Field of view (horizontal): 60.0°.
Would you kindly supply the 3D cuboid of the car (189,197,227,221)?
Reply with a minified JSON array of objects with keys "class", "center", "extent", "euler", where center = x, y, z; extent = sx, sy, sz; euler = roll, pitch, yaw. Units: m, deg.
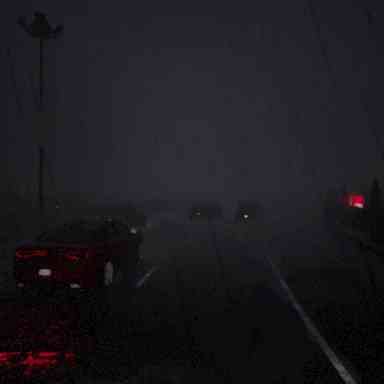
[{"class":"car","center":[1.244,1.470,27.059],"extent":[1.882,1.535,5.008],"euler":[0,0,18]}]

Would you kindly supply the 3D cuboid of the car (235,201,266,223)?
[{"class":"car","center":[4.618,1.506,26.103],"extent":[1.837,1.490,4.892],"euler":[0,-1,18]}]

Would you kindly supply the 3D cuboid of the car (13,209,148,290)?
[{"class":"car","center":[-2.702,1.465,9.156],"extent":[1.882,1.535,5.008],"euler":[0,0,6]}]

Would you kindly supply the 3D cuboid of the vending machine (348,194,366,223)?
[{"class":"vending machine","center":[12.206,1.223,24.662],"extent":[1.100,2.100,0.880],"euler":[0,0,19]}]

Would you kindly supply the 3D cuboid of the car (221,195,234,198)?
[{"class":"car","center":[7.245,1.380,71.592],"extent":[2.128,1.511,4.902],"euler":[0,0,41]}]

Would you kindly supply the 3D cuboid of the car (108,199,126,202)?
[{"class":"car","center":[-9.210,1.554,39.557],"extent":[1.895,1.301,4.718],"euler":[0,0,23]}]

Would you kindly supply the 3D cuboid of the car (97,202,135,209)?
[{"class":"car","center":[-4.243,1.541,20.369],"extent":[1.994,1.385,4.181],"euler":[0,0,13]}]

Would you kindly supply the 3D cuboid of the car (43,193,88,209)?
[{"class":"car","center":[-13.946,1.160,37.104],"extent":[2.150,2.045,5.566],"euler":[0,0,21]}]

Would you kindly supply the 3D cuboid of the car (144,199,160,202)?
[{"class":"car","center":[-4.994,1.567,40.457],"extent":[1.895,1.301,4.718],"euler":[0,0,25]}]

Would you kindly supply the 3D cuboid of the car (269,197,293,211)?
[{"class":"car","center":[10.889,1.368,40.446],"extent":[2.097,1.767,4.553],"euler":[0,0,28]}]
